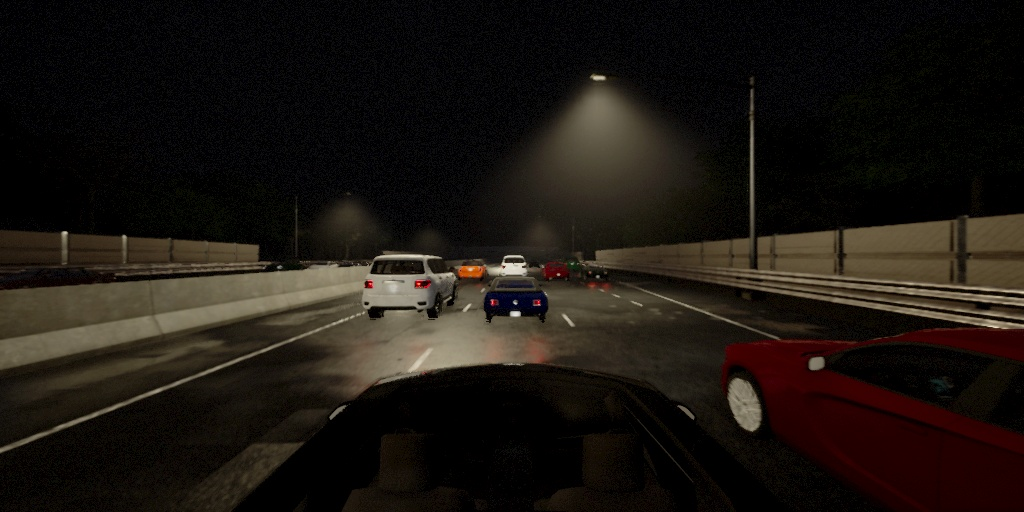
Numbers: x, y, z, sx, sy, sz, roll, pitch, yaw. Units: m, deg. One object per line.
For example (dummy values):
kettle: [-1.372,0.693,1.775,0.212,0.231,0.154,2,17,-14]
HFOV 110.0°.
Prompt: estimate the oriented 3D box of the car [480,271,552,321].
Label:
car: [0.107,1.358,12.400,1.895,1.301,4.718,0,0,0]

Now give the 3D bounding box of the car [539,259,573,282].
car: [3.568,1.264,29.848,1.882,1.535,5.008,0,0,0]

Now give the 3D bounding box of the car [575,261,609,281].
car: [6.949,1.390,30.960,1.895,1.301,4.718,0,0,2]

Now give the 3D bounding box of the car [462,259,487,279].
car: [-3.325,1.138,30.878,2.097,1.767,4.553,0,0,0]

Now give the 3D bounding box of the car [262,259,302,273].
car: [-24.433,1.152,38.453,2.097,1.767,4.553,0,0,0]

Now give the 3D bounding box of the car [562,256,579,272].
car: [7.227,1.054,45.511,2.150,2.045,5.566,0,0,1]

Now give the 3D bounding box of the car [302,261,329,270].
car: [-20.951,1.332,40.149,1.812,1.442,4.674,0,0,1]

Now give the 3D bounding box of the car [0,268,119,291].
car: [-23.830,1.307,18.517,2.033,1.411,5.357,0,0,-3]

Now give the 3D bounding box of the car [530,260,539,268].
car: [3.873,1.415,64.584,1.812,1.442,4.674,0,0,1]

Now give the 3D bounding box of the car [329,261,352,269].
car: [-17.463,1.367,38.737,1.994,1.385,4.181,0,0,1]

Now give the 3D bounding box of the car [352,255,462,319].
car: [-3.392,0.979,12.935,2.150,2.045,5.566,0,0,0]

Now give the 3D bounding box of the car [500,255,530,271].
car: [0.172,1.008,30.597,2.150,2.045,5.566,0,0,0]

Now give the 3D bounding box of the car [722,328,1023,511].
car: [3.500,1.230,2.374,1.882,1.535,5.008,0,0,0]
